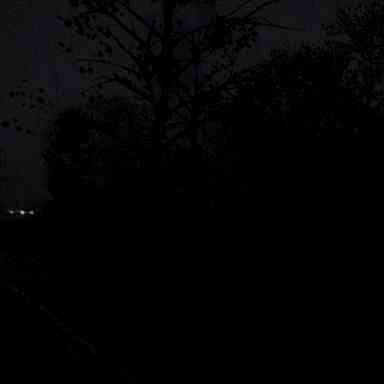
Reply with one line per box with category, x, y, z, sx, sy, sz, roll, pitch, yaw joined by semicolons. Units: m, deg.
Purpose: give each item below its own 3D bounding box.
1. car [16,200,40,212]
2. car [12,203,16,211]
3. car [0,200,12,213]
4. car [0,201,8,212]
car;-23.612;2.185;49.707;2.033;1.411;5.357;0;-2;-2
car;-27.325;2.132;53.711;2.097;1.767;4.553;0;-2;-3
car;-23.164;1.625;37.976;2.097;1.767;4.553;0;-1;-1
car;-26.901;1.948;44.598;1.882;1.535;5.008;0;-2;-2
